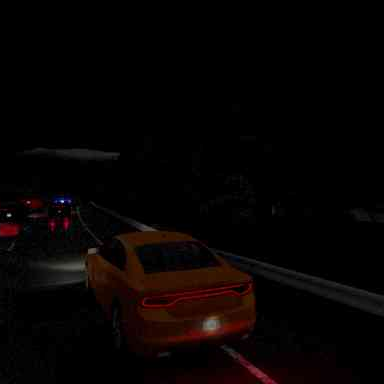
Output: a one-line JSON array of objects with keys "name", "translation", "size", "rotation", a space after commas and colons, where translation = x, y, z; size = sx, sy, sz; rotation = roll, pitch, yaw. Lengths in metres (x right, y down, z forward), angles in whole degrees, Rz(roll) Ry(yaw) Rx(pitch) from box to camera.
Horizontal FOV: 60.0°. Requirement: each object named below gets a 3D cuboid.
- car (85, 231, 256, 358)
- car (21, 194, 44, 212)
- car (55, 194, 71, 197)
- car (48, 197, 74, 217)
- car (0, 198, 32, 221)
[{"name": "car", "translation": [-0.820, 1.478, 6.327], "size": [1.882, 1.535, 5.008], "rotation": [0, 0, -25]}, {"name": "car", "translation": [-18.799, 1.222, 38.985], "size": [2.150, 2.045, 5.566], "rotation": [0, 0, -20]}, {"name": "car", "translation": [-15.865, 1.221, 41.018], "size": [2.150, 2.045, 5.566], "rotation": [0, 0, -19]}, {"name": "car", "translation": [-12.323, 1.492, 31.176], "size": [2.128, 1.511, 4.902], "rotation": [0, 0, -20]}, {"name": "car", "translation": [-14.573, 1.503, 27.275], "size": [1.837, 1.490, 4.892], "rotation": [0, 0, -21]}]
